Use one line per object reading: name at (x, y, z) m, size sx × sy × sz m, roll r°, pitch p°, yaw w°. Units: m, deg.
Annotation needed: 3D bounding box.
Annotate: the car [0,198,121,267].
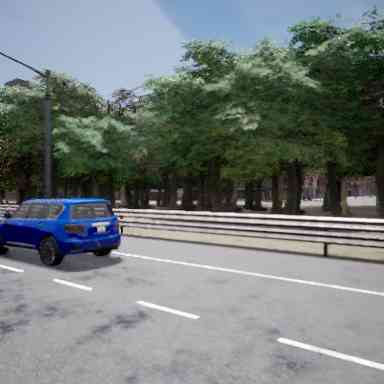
car at (-4.939, 1.238, 11.700) m, size 5.566 × 2.045 × 2.150 m, roll 0°, pitch 0°, yaw 36°
